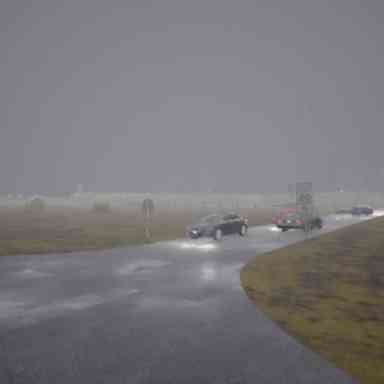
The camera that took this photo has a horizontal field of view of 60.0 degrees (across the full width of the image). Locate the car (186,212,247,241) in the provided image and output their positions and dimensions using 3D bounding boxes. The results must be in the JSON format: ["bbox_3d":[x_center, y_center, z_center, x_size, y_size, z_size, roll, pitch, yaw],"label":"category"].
[{"bbox_3d":[1.584,1.953,19.734,1.837,1.490,4.892,-3,-2,36],"label":"car"}]

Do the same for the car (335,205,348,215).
[{"bbox_3d":[21.888,2.580,47.689,1.994,1.385,4.181,-3,-3,36],"label":"car"}]

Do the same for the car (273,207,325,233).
[{"bbox_3d":[7.606,1.975,23.068,2.033,1.411,5.357,-3,-2,36],"label":"car"}]

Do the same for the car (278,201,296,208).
[{"bbox_3d":[9.300,1.854,30.416,2.150,2.045,5.566,-3,-1,36],"label":"car"}]

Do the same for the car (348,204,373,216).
[{"bbox_3d":[22.107,2.315,43.109,1.882,1.535,5.008,-3,-3,36],"label":"car"}]
